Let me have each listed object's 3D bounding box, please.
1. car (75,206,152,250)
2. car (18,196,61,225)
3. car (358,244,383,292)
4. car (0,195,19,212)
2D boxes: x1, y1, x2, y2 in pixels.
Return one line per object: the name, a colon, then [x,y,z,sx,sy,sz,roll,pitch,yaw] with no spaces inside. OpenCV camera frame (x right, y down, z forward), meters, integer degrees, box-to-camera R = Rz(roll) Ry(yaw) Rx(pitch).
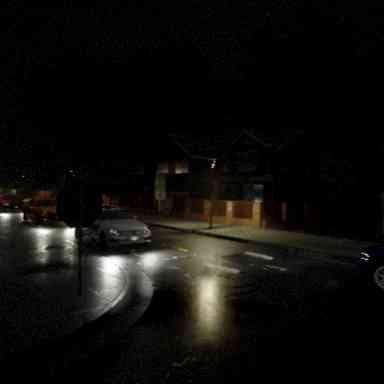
car: [-3.425,1.342,13.707,1.812,1.442,4.674,1,1,-36]
car: [-9.285,1.117,21.100,1.882,1.535,5.008,1,1,-39]
car: [6.080,1.543,6.733,1.882,1.535,5.008,1,1,-39]
car: [-16.012,0.962,29.438,1.812,1.442,4.674,1,0,-39]
